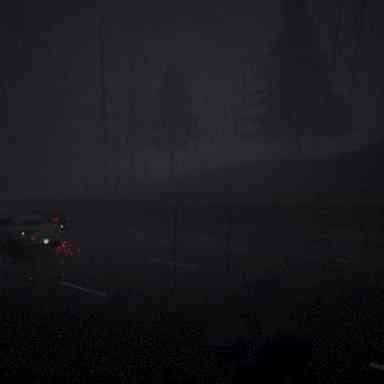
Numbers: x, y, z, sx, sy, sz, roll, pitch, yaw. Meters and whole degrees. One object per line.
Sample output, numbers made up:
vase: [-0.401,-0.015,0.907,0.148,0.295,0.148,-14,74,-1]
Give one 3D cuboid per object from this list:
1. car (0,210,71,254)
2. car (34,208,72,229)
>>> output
car: [-7.458,1.722,14.557,4.674,1.442,1.812,-1,-1,41]
car: [-9.375,1.777,21.096,4.892,1.490,1.837,-1,0,44]
